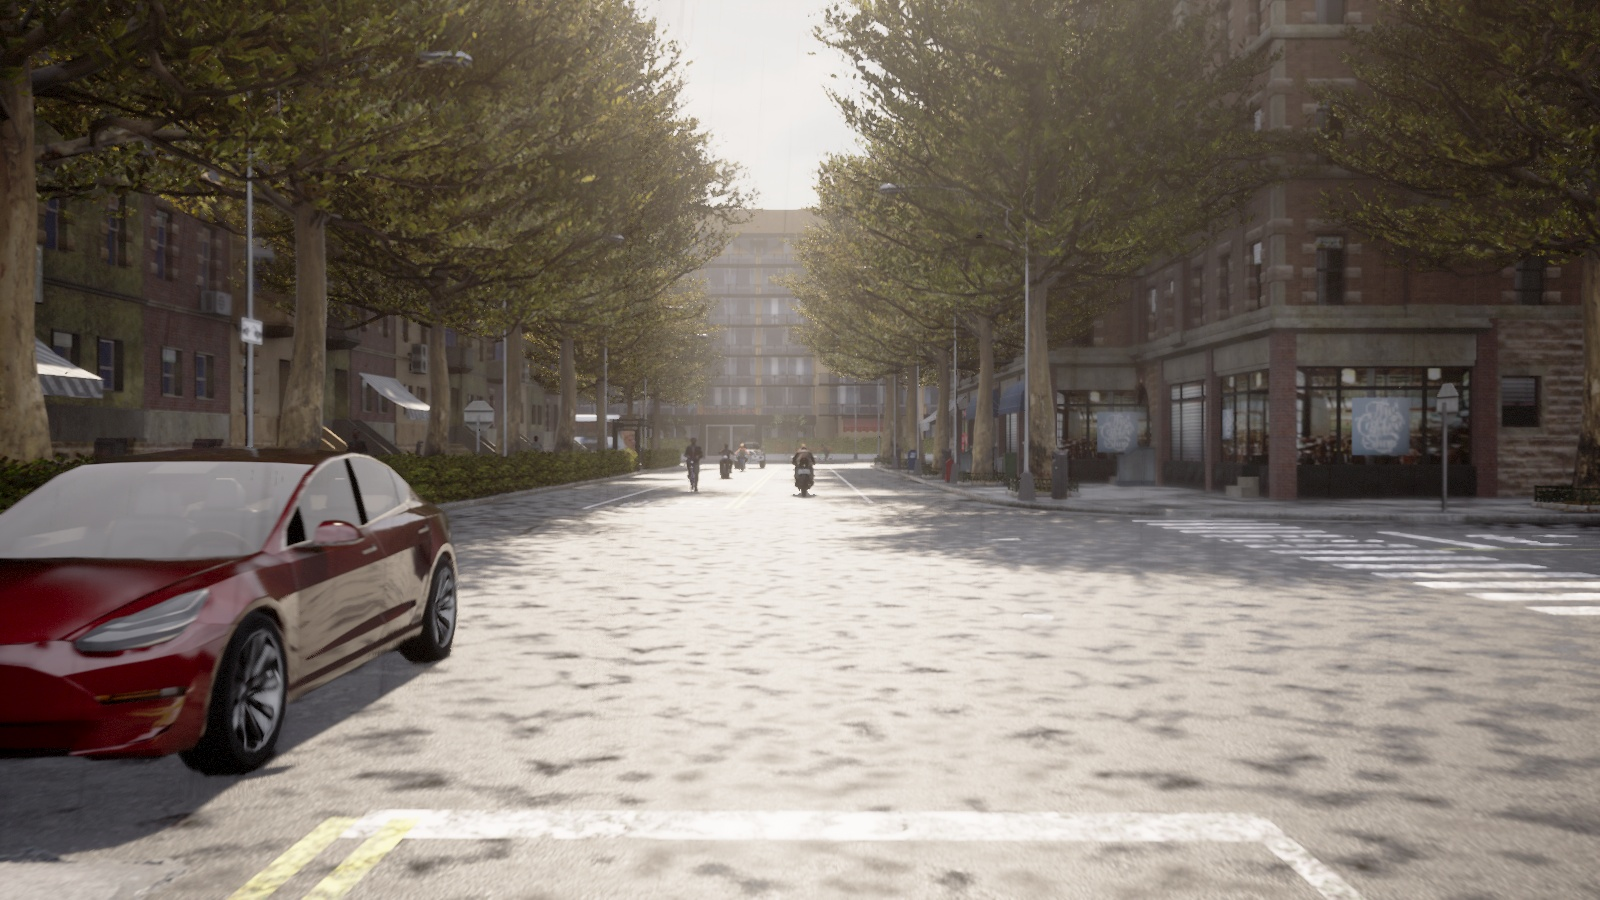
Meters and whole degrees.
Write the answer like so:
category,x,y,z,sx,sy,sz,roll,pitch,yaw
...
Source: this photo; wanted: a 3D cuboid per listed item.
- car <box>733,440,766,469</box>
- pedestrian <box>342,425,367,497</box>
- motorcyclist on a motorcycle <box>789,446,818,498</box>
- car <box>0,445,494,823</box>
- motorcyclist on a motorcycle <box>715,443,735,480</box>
category,x,y,z,sx,sy,sz,roll,pitch,yaw
car,-3.299,0.260,82.722,1.932,1.855,4.605,0,0,0
pedestrian,-11.557,0.275,32.611,0.376,1.854,0.720,0,0,2
motorcyclist on a motorcycle,0.114,0.643,38.154,0.866,1.530,2.191,0,0,0
car,-3.454,0.718,7.335,2.163,1.488,4.792,0,0,0
motorcyclist on a motorcycle,-3.344,0.490,56.339,0.766,1.649,2.350,0,0,0
